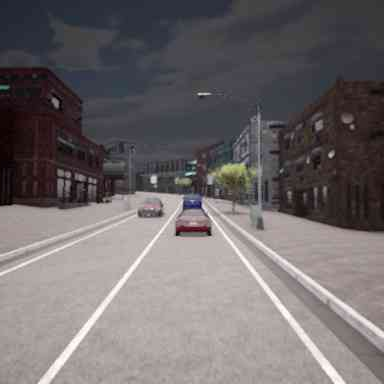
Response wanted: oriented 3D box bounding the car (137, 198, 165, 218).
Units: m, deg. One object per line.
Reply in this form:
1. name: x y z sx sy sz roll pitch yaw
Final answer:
1. car: -3.640 1.341 30.290 2.097 1.767 4.553 0 0 0

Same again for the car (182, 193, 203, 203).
1. car: 0.042 1.156 37.712 2.150 2.045 5.566 0 1 0

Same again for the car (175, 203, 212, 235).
1. car: 0.077 1.581 19.051 1.994 1.385 4.181 0 0 0
